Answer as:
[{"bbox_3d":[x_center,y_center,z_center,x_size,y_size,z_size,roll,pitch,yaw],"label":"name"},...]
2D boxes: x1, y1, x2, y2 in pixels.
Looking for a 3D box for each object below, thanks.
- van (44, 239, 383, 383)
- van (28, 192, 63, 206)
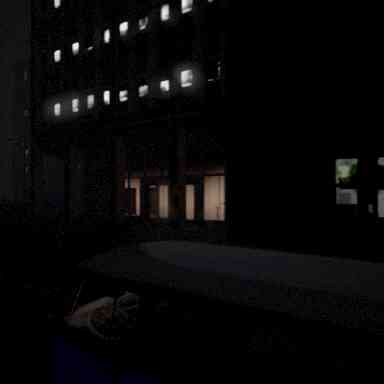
[{"bbox_3d":[0.670,1.340,2.242,3.998,1.788,1.690,0,0,35],"label":"van"},{"bbox_3d":[-17.775,0.931,40.429,1.690,1.788,3.998,1,1,35],"label":"van"}]
